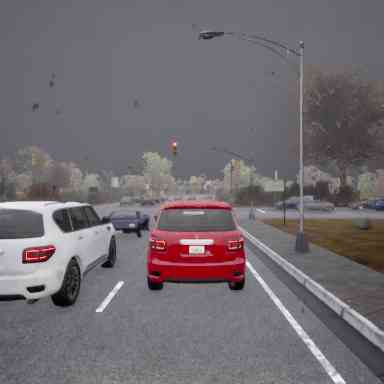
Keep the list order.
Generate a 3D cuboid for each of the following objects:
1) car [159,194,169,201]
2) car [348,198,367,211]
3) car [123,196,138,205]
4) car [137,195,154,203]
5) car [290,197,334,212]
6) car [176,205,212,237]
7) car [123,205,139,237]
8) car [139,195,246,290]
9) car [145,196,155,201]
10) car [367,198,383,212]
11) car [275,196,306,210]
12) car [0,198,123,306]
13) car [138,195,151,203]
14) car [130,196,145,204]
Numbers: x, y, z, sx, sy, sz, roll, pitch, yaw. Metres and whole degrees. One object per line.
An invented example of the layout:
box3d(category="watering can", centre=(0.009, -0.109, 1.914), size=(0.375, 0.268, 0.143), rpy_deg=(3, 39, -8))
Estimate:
box3d(category="car", centre=(-7.063, 1.355, 84.192), size=(2.097, 1.767, 4.553), rpy_deg=(0, 0, 0))
box3d(category="car", centre=(21.730, 1.498, 40.630), size=(4.892, 1.490, 1.837), rpy_deg=(0, 0, 3))
box3d(category="car", centre=(-10.629, 1.505, 54.926), size=(1.837, 1.490, 4.892), rpy_deg=(0, 0, 0))
box3d(category="car", centre=(-7.123, 1.547, 54.533), size=(2.033, 1.411, 5.357), rpy_deg=(0, 0, 0))
box3d(category="car", centre=(13.748, 1.564, 37.553), size=(4.181, 1.385, 1.994), rpy_deg=(0, 0, 3))
box3d(category="car", centre=(0.086, 1.526, 18.888), size=(1.812, 1.442, 4.674), rpy_deg=(0, 0, 0))
box3d(category="car", centre=(-3.413, 1.601, 17.901), size=(1.895, 1.301, 4.718), rpy_deg=(0, 0, 0))
box3d(category="car", centre=(0.091, 1.221, 9.194), size=(2.150, 2.045, 5.566), rpy_deg=(0, 0, 0))
box3d(category="car", centre=(-10.563, 1.595, 84.557), size=(1.895, 1.301, 4.718), rpy_deg=(0, 0, 0))
box3d(category="car", centre=(23.116, 1.207, 37.049), size=(5.566, 2.045, 2.150), rpy_deg=(-1, 0, 3))
box3d(category="car", centre=(12.600, 1.352, 41.122), size=(4.553, 1.767, 2.097), rpy_deg=(0, 0, 3))
box3d(category="car", centre=(-3.406, 1.221, 8.133), size=(2.150, 2.045, 5.566), rpy_deg=(0, 0, 0))
box3d(category="car", centre=(-10.557, 1.525, 74.511), size=(2.128, 1.511, 4.902), rpy_deg=(0, 0, 0))
box3d(category="car", centre=(-10.589, 1.547, 64.669), size=(2.033, 1.411, 5.357), rpy_deg=(0, 0, 1))
